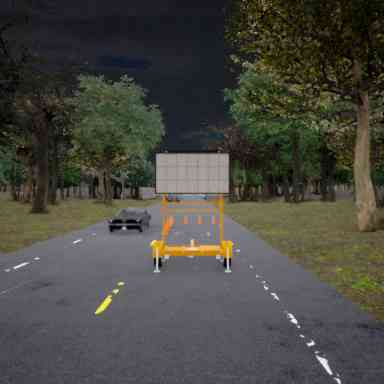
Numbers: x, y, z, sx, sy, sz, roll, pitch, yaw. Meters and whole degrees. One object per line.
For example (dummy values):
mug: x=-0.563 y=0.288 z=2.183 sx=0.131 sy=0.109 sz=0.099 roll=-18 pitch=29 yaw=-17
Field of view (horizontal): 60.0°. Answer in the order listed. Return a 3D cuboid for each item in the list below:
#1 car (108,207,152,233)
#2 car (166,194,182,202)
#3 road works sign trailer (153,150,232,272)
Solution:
car: x=-3.563 y=1.598 z=19.723 sx=1.895 sy=1.301 sz=4.718 roll=0 pitch=0 yaw=0
car: x=-3.458 y=1.158 z=60.516 sx=2.150 sy=2.045 sz=5.566 roll=0 pitch=0 yaw=1
road works sign trailer: x=0.019 y=0.464 z=10.721 sx=2.380 sy=3.560 sz=2.880 roll=0 pitch=0 yaw=0
